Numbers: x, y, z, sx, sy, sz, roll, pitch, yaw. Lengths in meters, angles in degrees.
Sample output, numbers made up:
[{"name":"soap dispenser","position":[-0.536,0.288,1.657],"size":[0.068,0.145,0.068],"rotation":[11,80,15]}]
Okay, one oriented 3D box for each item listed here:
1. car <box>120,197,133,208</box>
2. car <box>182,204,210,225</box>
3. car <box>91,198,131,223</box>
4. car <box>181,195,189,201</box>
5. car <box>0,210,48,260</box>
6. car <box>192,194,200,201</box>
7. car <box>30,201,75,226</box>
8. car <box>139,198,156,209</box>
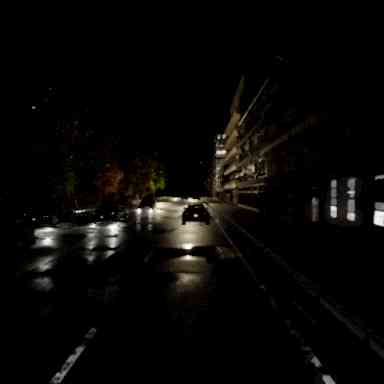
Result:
[{"name":"car","position":[-9.213,1.455,45.130],"size":[2.128,1.511,4.902],"rotation":[1,0,1]},{"name":"car","position":[0.287,1.600,24.897],"size":[1.994,1.385,4.181],"rotation":[1,0,1]},{"name":"car","position":[-6.270,1.480,25.629],"size":[1.812,1.442,4.674],"rotation":[1,0,1]},{"name":"car","position":[-2.107,1.643,94.072],"size":[1.812,1.442,4.674],"rotation":[1,0,1]},{"name":"car","position":[-6.501,1.477,9.687],"size":[2.033,1.411,5.357],"rotation":[1,0,1]},{"name":"car","position":[1.145,1.515,94.003],"size":[2.097,1.767,4.553],"rotation":[1,0,1]},{"name":"car","position":[-9.572,1.413,22.624],"size":[1.837,1.490,4.892],"rotation":[1,0,1]},{"name":"car","position":[-5.964,1.533,45.089],"size":[1.812,1.442,4.674],"rotation":[1,0,1]}]
